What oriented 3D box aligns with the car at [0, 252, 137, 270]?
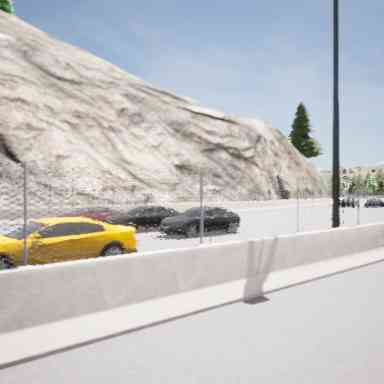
[{"bbox_3d":[-4.059,1.498,9.804,5.008,1.535,1.882,0,0,-37],"label":"car"}]
